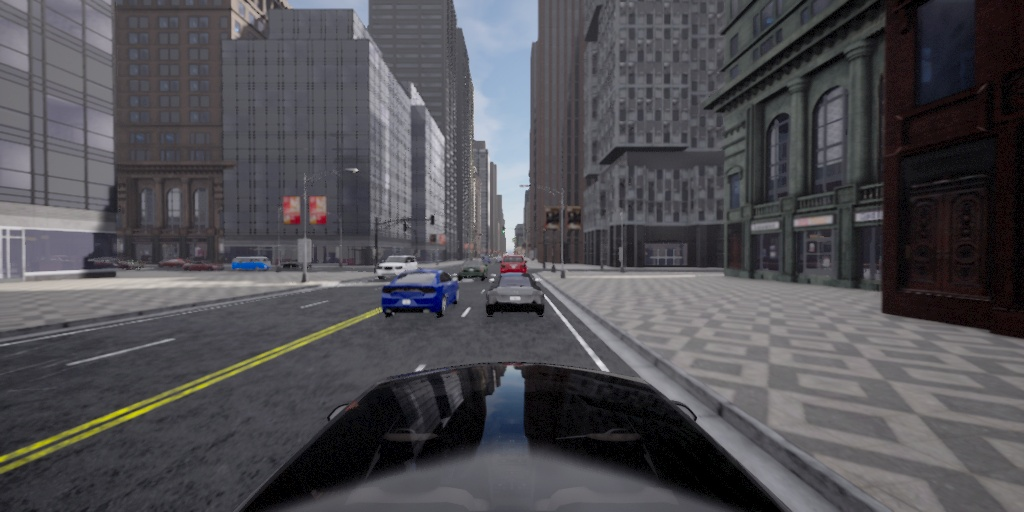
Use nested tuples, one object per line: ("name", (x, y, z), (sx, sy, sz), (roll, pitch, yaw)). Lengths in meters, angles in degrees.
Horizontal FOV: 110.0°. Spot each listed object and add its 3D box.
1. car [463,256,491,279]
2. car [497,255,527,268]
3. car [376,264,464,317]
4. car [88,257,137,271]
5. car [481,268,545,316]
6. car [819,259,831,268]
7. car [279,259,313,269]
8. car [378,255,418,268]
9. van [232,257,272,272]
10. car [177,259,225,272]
("car", (-3.137, 1.082, 29.794), (2.097, 1.767, 4.553), (0, 0, 0))
("car", (0.114, 0.951, 30.020), (2.150, 2.045, 5.566), (0, 0, 0))
("car", (-3.144, 1.218, 13.174), (1.882, 1.535, 5.008), (0, 0, 0))
("car", (-47.478, 1.005, 42.136), (4.097, 1.591, 1.967), (0, 0, 0))
("car", (0.104, 1.304, 13.301), (1.994, 1.385, 4.181), (0, 0, 0))
("car", (40.104, 1.212, 48.162), (4.553, 1.767, 2.097), (0, 1, 0))
("car", (-30.520, 1.110, 50.639), (4.313, 1.339, 1.948), (0, 0, 0))
("car", (-9.767, 0.952, 31.058), (2.150, 2.045, 5.566), (0, 0, 1))
("van", (-30.531, 0.999, 42.114), (3.998, 1.789, 1.690), (0, 0, 0))
("car", (-36.180, 1.210, 42.122), (4.207, 1.307, 1.802), (0, 0, 0))
